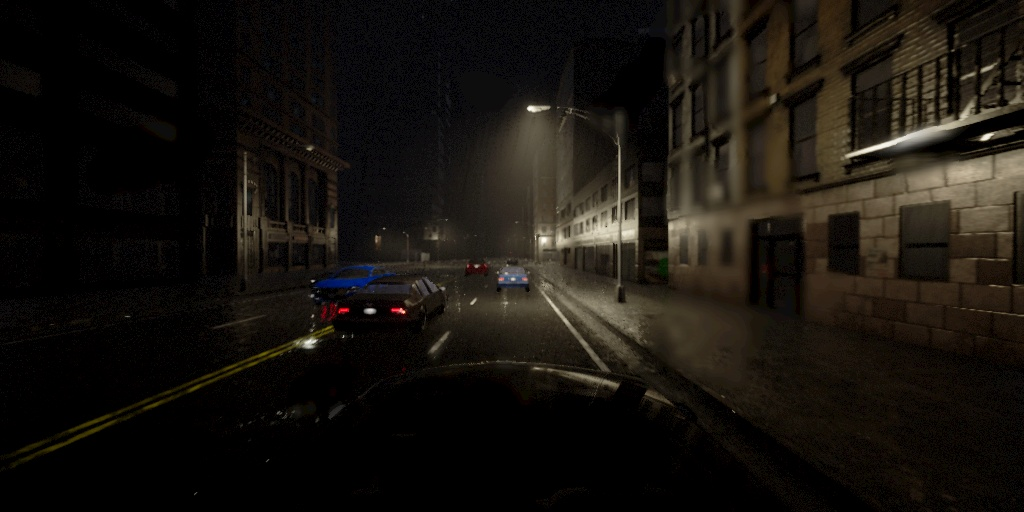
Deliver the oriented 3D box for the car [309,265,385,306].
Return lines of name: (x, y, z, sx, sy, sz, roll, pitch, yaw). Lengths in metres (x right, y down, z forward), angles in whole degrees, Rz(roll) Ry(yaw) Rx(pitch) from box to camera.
car: (-6.593, 1.173, 15.560, 1.882, 1.535, 5.008, 0, 0, 0)

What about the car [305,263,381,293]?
car: (-9.816, 1.219, 21.438, 2.033, 1.411, 5.357, 0, 0, 0)

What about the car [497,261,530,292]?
car: (0.069, 1.221, 20.847, 2.033, 1.411, 5.357, 0, 0, 0)

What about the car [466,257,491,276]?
car: (-3.171, 0.971, 34.398, 2.097, 1.767, 4.553, 0, 0, 0)

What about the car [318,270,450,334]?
car: (-3.153, 1.263, 10.474, 2.033, 1.411, 5.357, 0, 0, 0)

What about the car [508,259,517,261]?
car: (0.070, 1.131, 47.315, 1.994, 1.385, 4.181, 0, 0, 0)
